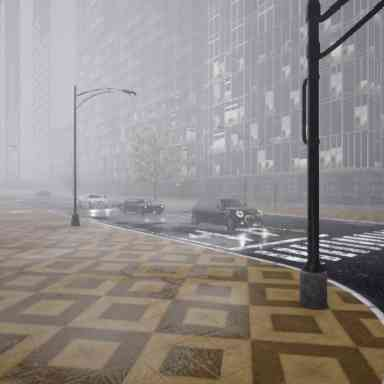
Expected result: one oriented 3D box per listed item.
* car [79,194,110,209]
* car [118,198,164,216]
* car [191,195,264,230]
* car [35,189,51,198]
[{"bbox_3d":[-10.456,0.911,34.993,1.812,1.442,4.674,0,1,-38],"label":"car"},{"bbox_3d":[-4.212,1.171,27.044,1.895,1.301,4.718,0,1,-38],"label":"car"},{"bbox_3d":[1.945,1.104,19.239,2.097,1.767,4.553,0,1,-38],"label":"car"},{"bbox_3d":[-28.547,0.237,63.626,1.882,1.535,5.008,0,1,-38],"label":"car"}]
